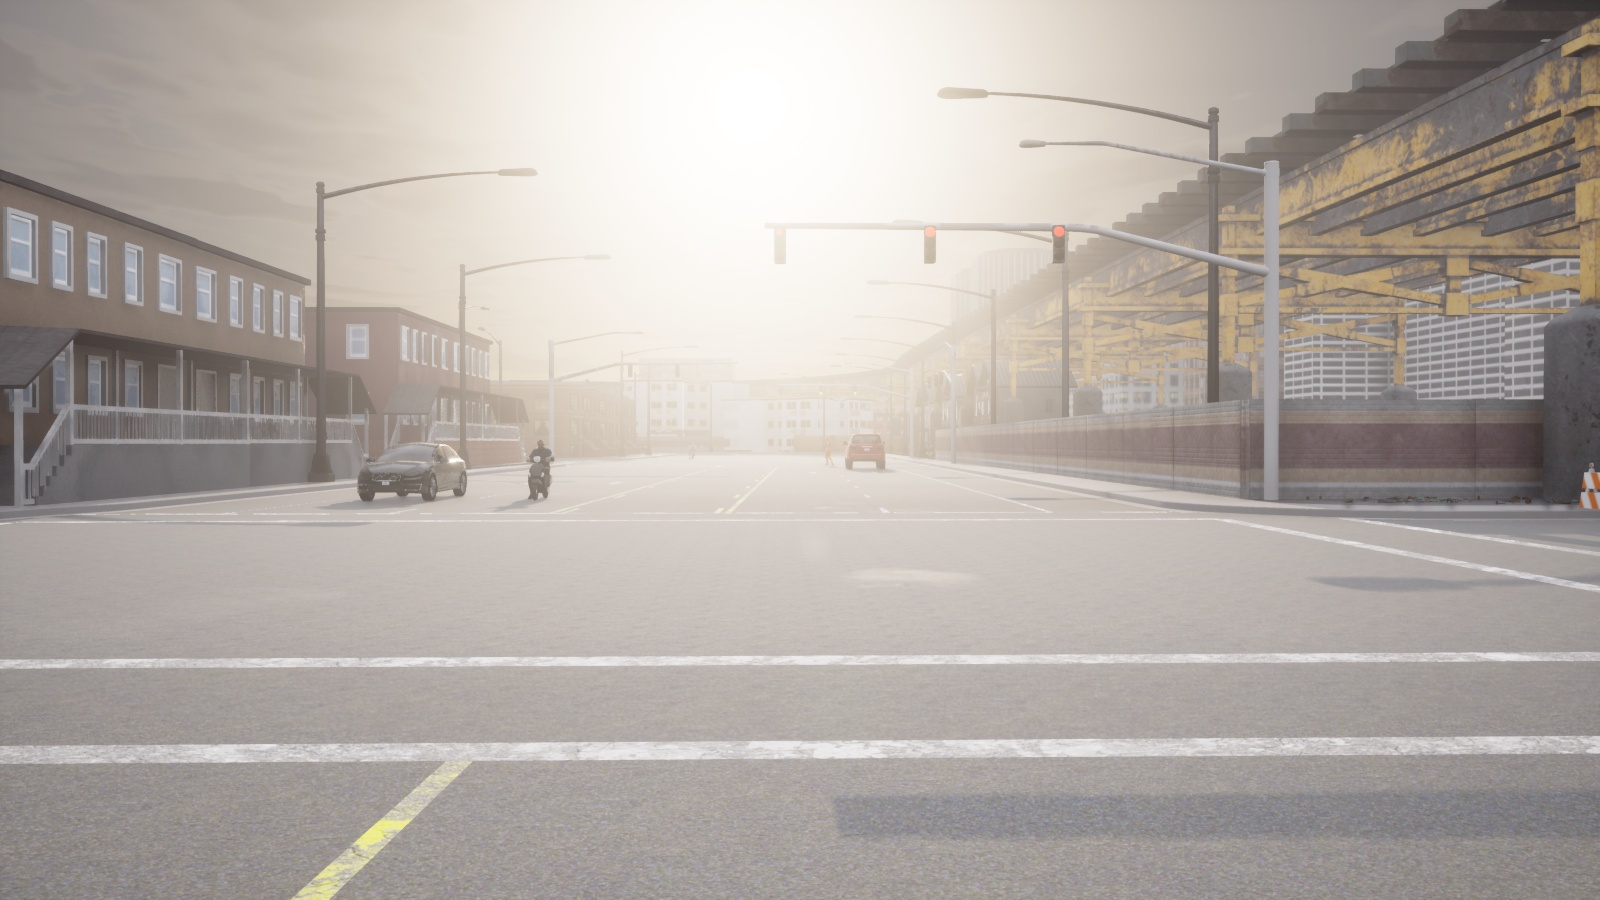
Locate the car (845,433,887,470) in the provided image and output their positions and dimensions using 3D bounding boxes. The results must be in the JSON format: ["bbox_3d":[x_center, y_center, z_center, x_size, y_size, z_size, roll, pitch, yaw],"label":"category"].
[{"bbox_3d":[3.728,0.061,72.224,2.150,2.045,5.566,0,0,0],"label":"car"}]

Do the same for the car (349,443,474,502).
[{"bbox_3d":[-10.382,0.552,33.928,1.837,1.490,4.892,0,0,0],"label":"car"}]

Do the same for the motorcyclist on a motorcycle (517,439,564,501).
[{"bbox_3d":[-6.884,0.506,33.335,0.866,1.590,1.817,0,0,0],"label":"motorcyclist on a motorcycle"}]
